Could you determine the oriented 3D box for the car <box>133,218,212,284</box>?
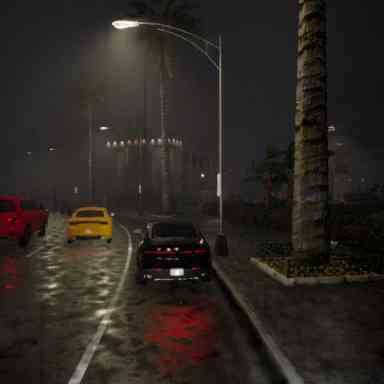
[{"bbox_3d":[-0.632,1.504,9.664,1.837,1.490,4.892,0,0,-7],"label":"car"}]

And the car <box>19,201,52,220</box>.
[{"bbox_3d":[-13.927,1.536,29.420,2.033,1.411,5.357,0,0,-32],"label":"car"}]

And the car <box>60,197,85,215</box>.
[{"bbox_3d":[-11.186,1.516,31.605,1.812,1.442,4.674,0,0,-33],"label":"car"}]

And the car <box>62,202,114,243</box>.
[{"bbox_3d":[-4.860,1.474,16.217,1.882,1.535,5.008,0,0,-13],"label":"car"}]

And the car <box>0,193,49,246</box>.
[{"bbox_3d":[-8.160,1.210,15.041,2.150,2.045,5.566,0,0,-12],"label":"car"}]
